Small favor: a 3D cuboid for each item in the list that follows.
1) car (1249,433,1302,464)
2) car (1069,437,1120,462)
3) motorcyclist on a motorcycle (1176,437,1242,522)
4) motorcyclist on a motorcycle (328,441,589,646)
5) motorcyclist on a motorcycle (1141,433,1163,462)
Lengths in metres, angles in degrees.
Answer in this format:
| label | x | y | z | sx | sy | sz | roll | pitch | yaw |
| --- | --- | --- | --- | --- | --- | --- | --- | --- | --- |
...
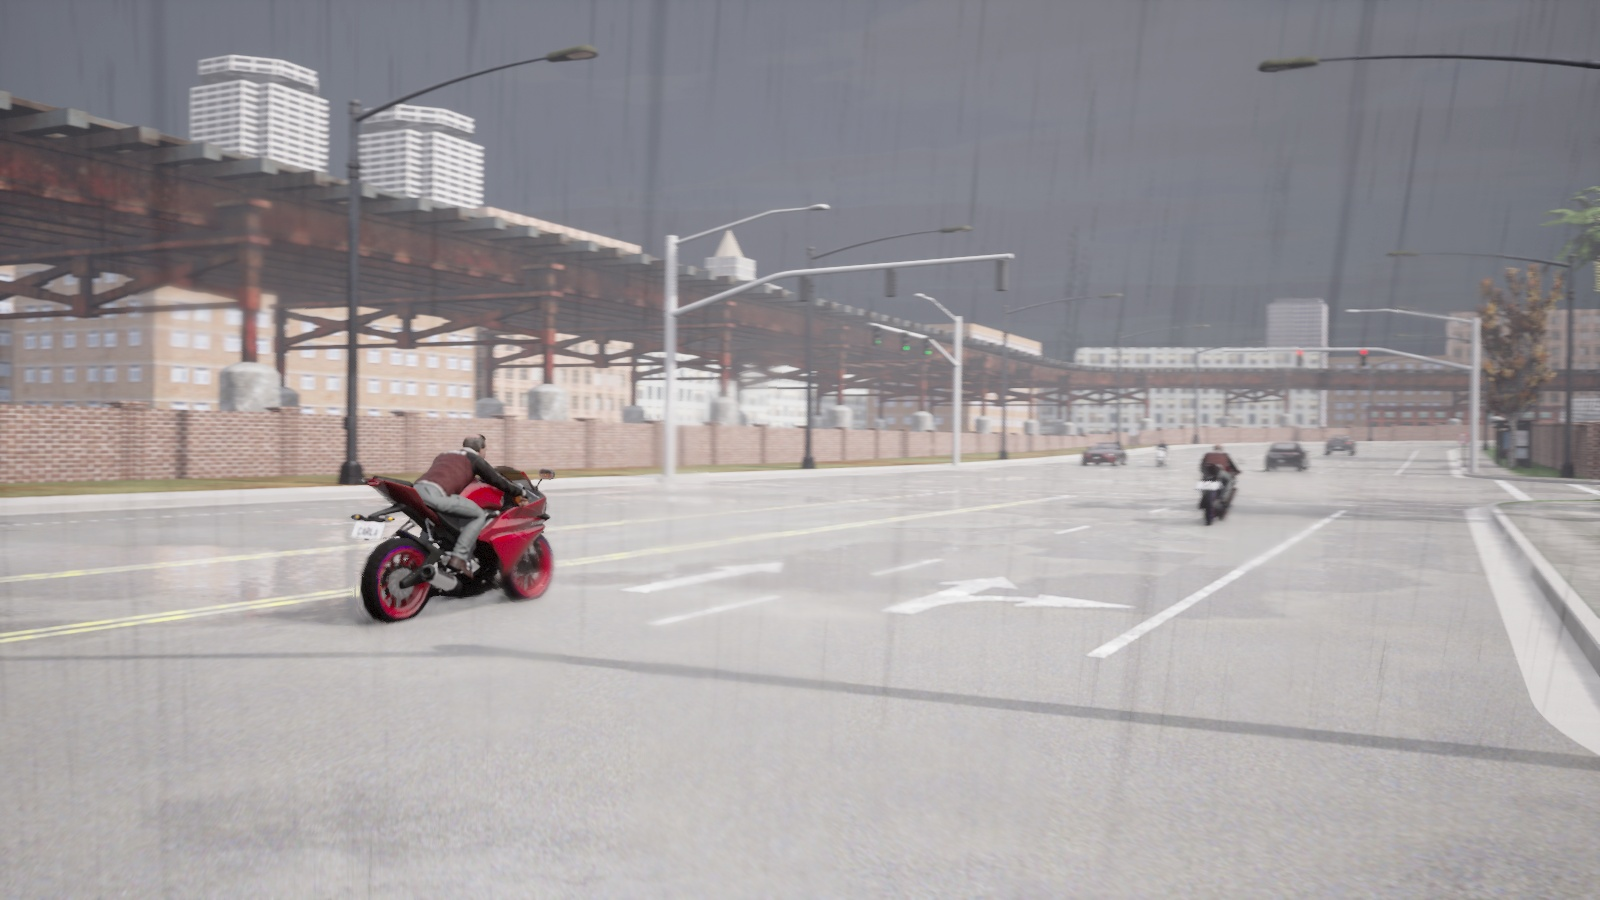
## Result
| label | x | y | z | sx | sy | sz | roll | pitch | yaw |
| --- | --- | --- | --- | --- | --- | --- | --- | --- | --- |
| car | 25.280 | -0.108 | 66.614 | 2.128 | 1.511 | 4.902 | 0 | 1 | 27 |
| car | 17.471 | -0.056 | 74.465 | 1.994 | 1.385 | 4.181 | 0 | 1 | 27 |
| motorcyclist on a motorcycle | 7.755 | 0.526 | 23.748 | 0.866 | 1.530 | 2.191 | 0 | 1 | 27 |
| motorcyclist on a motorcycle | -2.800 | 0.696 | 10.596 | 0.866 | 1.530 | 2.191 | 0 | 1 | 27 |
| motorcyclist on a motorcycle | 20.166 | -0.152 | 72.001 | 0.866 | 1.590 | 1.817 | 0 | 1 | 27 |
